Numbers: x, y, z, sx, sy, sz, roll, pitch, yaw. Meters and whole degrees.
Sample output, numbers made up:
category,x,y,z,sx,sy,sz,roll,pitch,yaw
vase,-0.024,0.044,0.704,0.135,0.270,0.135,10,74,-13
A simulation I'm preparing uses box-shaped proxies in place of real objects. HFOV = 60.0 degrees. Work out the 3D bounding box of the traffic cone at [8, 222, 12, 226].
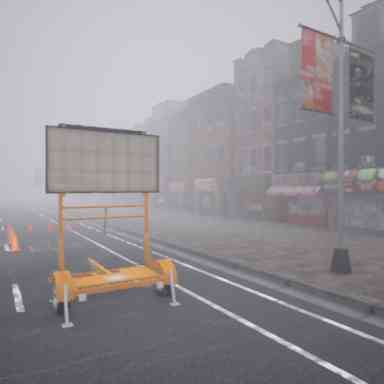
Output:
category,x,y,z,sx,sy,sz,roll,pitch,yaw
traffic cone,-8.683,1.883,15.965,0.340,0.580,0.340,0,0,-31

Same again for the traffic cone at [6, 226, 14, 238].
category,x,y,z,sx,sy,sz,roll,pitch,yaw
traffic cone,-7.666,1.890,14.243,0.340,0.580,0.340,0,0,-31

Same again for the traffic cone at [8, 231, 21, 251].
category,x,y,z,sx,sy,sz,roll,pitch,yaw
traffic cone,-6.649,1.897,12.521,0.340,0.580,0.340,0,0,-31

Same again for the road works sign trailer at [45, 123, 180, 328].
category,x,y,z,sx,sy,sz,roll,pitch,yaw
road works sign trailer,-1.901,0.426,7.189,2.380,3.560,2.880,0,0,-31

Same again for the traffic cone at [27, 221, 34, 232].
category,x,y,z,sx,sy,sz,roll,pitch,yaw
traffic cone,-8.840,1.872,18.195,0.340,0.580,0.340,0,0,-31
